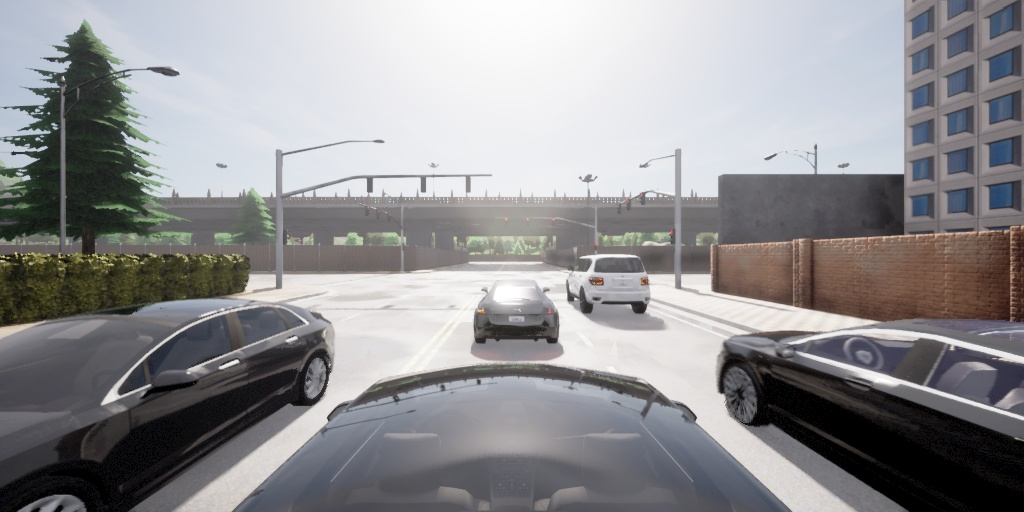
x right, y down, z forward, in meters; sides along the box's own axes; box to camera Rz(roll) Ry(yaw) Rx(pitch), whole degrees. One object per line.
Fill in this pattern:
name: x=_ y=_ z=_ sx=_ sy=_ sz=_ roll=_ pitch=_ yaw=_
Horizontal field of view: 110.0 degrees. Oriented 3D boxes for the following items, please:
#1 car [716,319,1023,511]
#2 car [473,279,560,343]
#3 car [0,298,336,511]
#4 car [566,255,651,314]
car: x=3.595 y=1.242 z=2.766 sx=2.128 sy=1.511 sz=4.902 roll=0 pitch=0 yaw=0
car: x=0.099 y=1.314 z=9.655 sx=1.994 sy=1.385 sz=4.181 roll=0 pitch=0 yaw=0
car: x=-3.570 y=1.255 z=3.478 sx=1.837 sy=1.490 sz=4.892 roll=0 pitch=0 yaw=0
car: x=3.499 y=0.971 z=13.998 sx=2.150 sy=2.045 sz=5.566 roll=0 pitch=0 yaw=0
